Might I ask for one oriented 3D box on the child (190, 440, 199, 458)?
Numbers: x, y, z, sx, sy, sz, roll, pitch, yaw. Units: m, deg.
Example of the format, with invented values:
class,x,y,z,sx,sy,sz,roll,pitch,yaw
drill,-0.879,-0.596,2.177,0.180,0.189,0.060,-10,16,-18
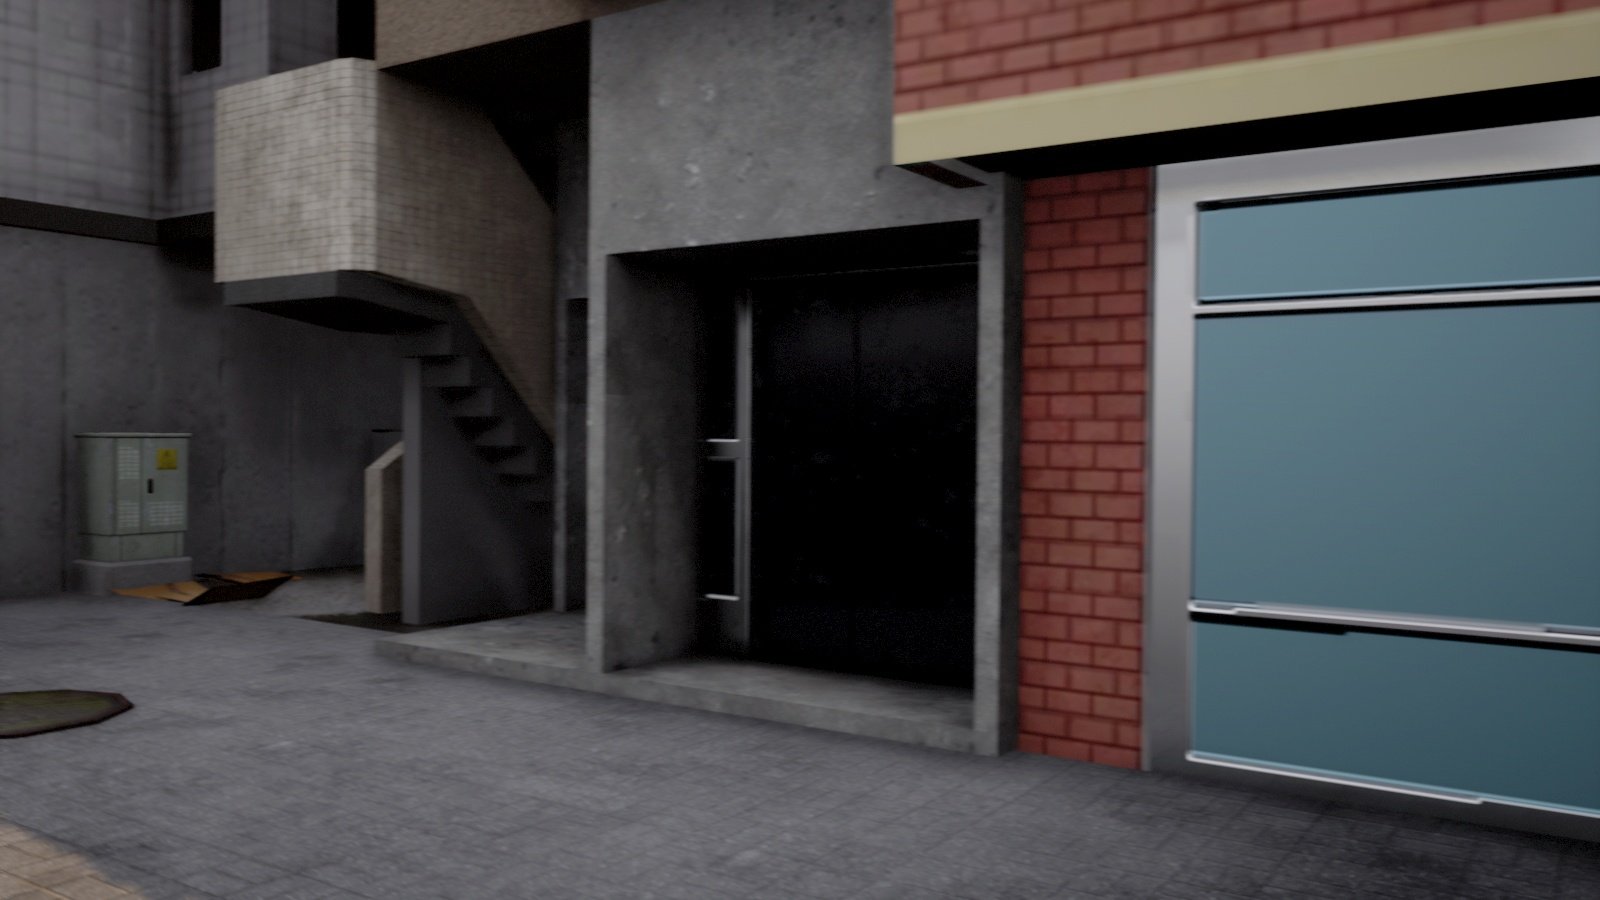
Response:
class,x,y,z,sx,sy,sz,roll,pitch,yaw
child,-41.117,-0.070,85.280,0.270,1.263,0.437,0,1,44
